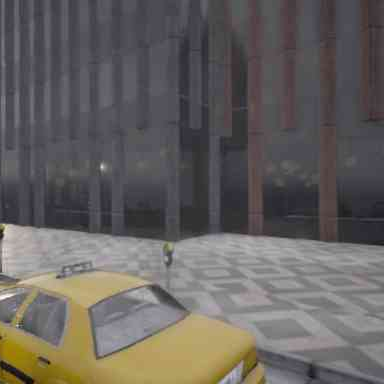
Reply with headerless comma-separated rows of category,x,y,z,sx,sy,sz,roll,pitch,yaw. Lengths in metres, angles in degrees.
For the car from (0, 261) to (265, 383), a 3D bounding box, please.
car,-1.578,1.536,4.090,4.829,1.417,1.752,0,0,35
